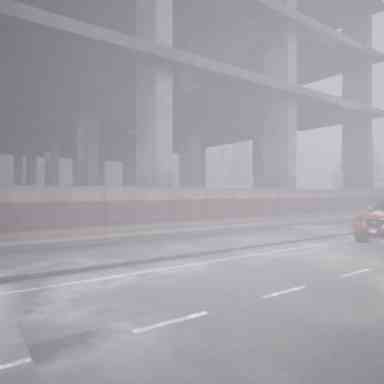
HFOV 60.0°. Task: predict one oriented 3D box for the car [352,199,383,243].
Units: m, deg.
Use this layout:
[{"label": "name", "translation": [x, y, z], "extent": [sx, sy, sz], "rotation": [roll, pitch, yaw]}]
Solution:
[{"label": "car", "translation": [9.523, 1.238, 14.967], "extent": [5.566, 2.045, 2.150], "rotation": [0, 0, -35]}]
